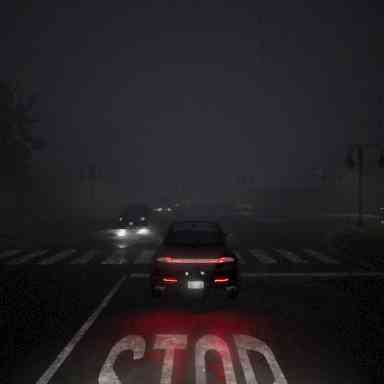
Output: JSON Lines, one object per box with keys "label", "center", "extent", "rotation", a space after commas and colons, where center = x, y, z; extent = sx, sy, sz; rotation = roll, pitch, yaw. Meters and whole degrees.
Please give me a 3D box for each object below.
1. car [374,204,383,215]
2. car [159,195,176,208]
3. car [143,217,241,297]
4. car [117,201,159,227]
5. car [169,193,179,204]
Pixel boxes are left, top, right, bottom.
{"label": "car", "center": [18.917, 1.337, 29.785], "extent": [4.892, 1.490, 1.837], "rotation": [0, 0, 0]}
{"label": "car", "center": [-3.724, 1.546, 47.127], "extent": [2.033, 1.411, 5.357], "rotation": [0, 0, 0]}
{"label": "car", "center": [0.066, 1.492, 8.534], "extent": [2.128, 1.511, 4.902], "rotation": [0, 0, 0]}
{"label": "car", "center": [-3.678, 1.520, 22.674], "extent": [2.033, 1.411, 5.357], "rotation": [0, 0, 0]}
{"label": "car", "center": [-3.688, 1.300, 64.865], "extent": [2.150, 2.045, 5.566], "rotation": [0, 0, 0]}
